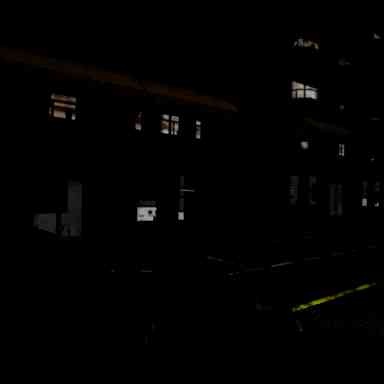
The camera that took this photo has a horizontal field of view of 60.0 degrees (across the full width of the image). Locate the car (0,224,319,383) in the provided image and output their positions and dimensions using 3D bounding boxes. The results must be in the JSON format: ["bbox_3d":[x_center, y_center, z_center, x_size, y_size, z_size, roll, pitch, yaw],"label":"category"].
[{"bbox_3d":[-1.539,1.223,2.182,5.566,2.045,2.150,0,0,-36],"label":"car"}]
